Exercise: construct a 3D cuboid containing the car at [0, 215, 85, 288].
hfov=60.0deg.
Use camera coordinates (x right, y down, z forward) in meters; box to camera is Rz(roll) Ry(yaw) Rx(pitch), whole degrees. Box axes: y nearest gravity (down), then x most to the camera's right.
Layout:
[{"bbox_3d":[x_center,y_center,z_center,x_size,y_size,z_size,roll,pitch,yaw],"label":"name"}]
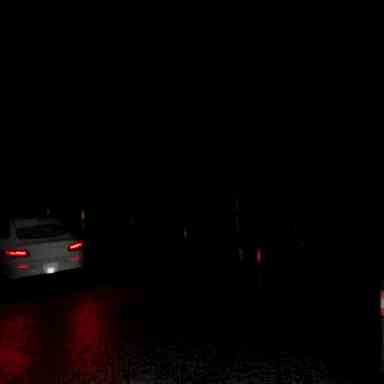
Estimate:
[{"bbox_3d":[-4.231,1.350,8.920,1.812,1.442,4.674,-3,3,-33],"label":"car"}]
